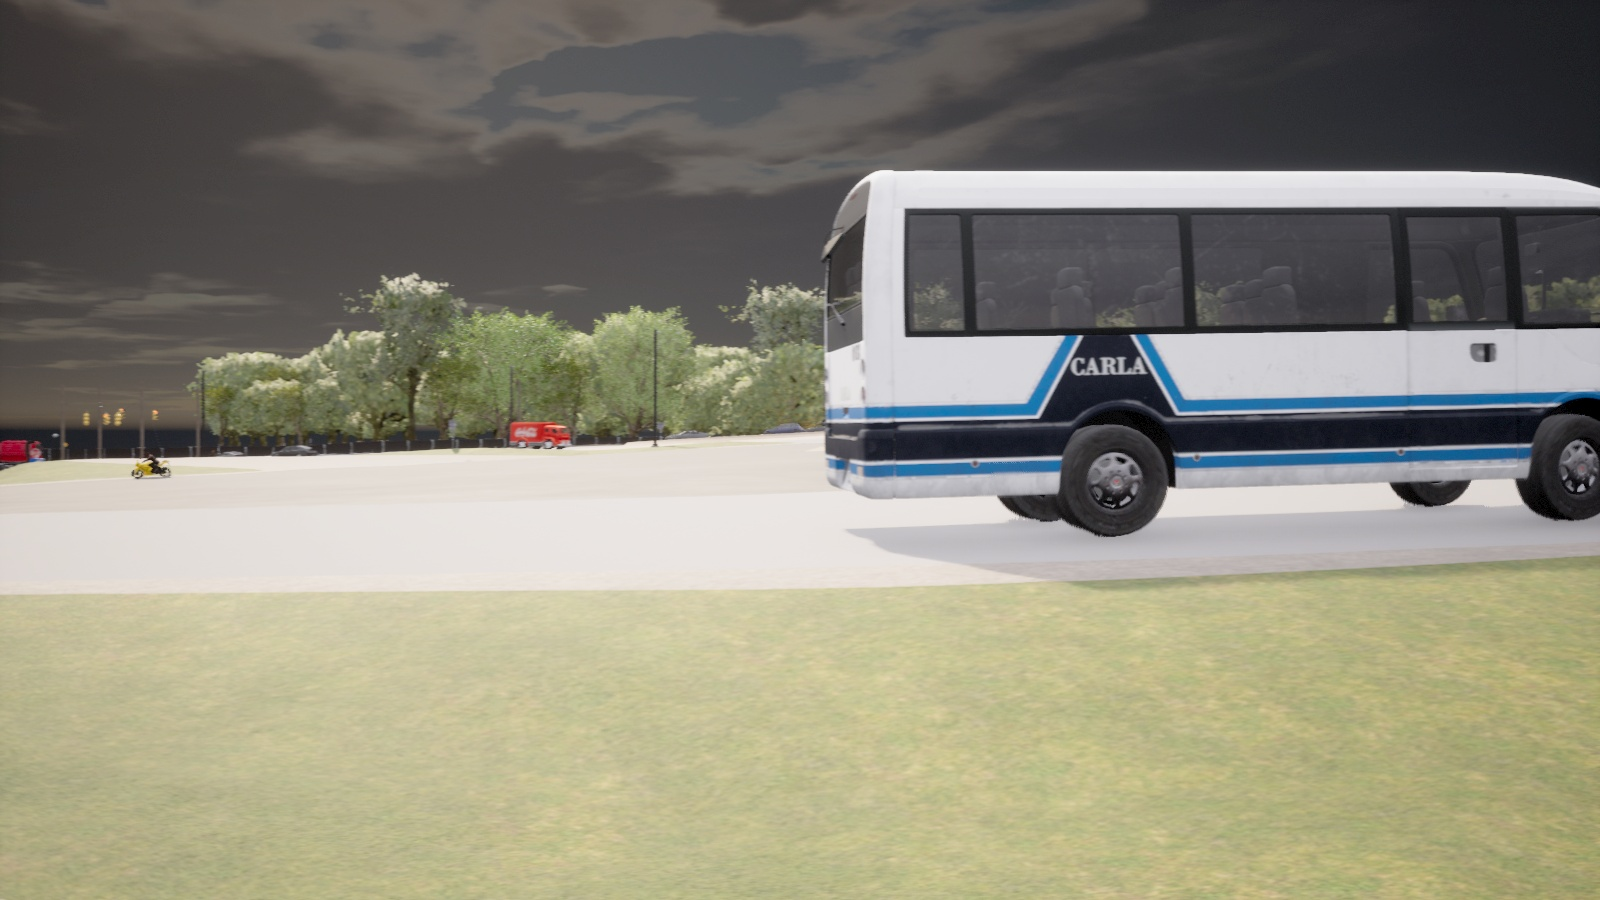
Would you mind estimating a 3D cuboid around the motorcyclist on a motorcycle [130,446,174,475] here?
[{"bbox_3d":[-36.437,0.578,70.605,2.044,1.523,0.797,-2,2,-20],"label":"motorcyclist on a motorcycle"}]

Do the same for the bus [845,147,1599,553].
[{"bbox_3d":[5.982,-1.182,15.786,10.273,4.253,3.944,-1,2,-7],"label":"bus"}]
